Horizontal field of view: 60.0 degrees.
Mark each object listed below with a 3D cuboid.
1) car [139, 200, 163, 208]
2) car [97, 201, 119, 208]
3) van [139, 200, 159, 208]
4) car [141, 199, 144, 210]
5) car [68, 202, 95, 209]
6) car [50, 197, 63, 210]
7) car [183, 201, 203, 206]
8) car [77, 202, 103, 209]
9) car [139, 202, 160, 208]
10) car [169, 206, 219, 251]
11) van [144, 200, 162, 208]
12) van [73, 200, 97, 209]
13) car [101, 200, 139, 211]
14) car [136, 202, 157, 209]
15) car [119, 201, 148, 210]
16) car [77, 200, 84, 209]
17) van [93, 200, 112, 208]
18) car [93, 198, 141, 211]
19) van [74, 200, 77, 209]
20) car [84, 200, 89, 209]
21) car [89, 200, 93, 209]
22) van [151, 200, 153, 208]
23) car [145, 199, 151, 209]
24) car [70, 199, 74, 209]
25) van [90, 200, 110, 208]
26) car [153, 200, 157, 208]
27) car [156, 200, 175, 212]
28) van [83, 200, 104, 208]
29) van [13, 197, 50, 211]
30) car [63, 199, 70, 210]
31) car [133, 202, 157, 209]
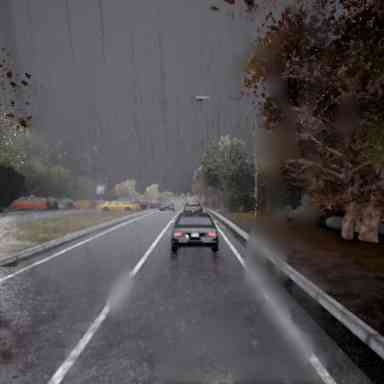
[{"bbox_3d":[-10.319,3.054,84.022,5.566,2.045,2.435,0,-3,0],"label":"car"},{"bbox_3d":[-23.336,3.501,92.357,5.566,2.045,2.435,0,-3,0],"label":"car"},{"bbox_3d":[-10.179,2.858,78.489,4.442,1.987,1.878,0,-2,0],"label":"van"},{"bbox_3d":[-10.325,2.059,50.742,5.008,1.535,2.097,0,-2,0],"label":"car"},{"bbox_3d":[-23.376,2.784,70.350,4.892,1.521,2.231,0,-2,0],"label":"car"},{"bbox_3d":[-23.426,1.816,50.983,5.566,2.045,2.435,0,-2,0],"label":"car"},{"bbox_3d":[0.109,1.682,34.137,2.128,1.511,4.902,0,-1,0],"label":"car"},{"bbox_3d":[-23.193,2.986,75.887,5.366,1.575,1.946,0,-2,0],"label":"car"},{"bbox_3d":[-10.323,3.217,81.260,4.792,1.488,2.163,0,-3,0],"label":"car"},{"bbox_3d":[0.104,1.549,14.064,2.033,1.411,5.357,0,0,0],"label":"car"},{"bbox_3d":[-10.172,3.227,86.793,4.442,1.987,1.878,0,-3,0],"label":"van"},{"bbox_3d":[-23.497,2.660,73.126,4.442,1.987,1.878,0,-2,0],"label":"van"},{"bbox_3d":[-10.326,1.972,47.971,4.892,1.521,2.231,0,-2,0],"label":"car"},{"bbox_3d":[-10.300,3.020,75.705,4.674,1.452,2.002,0,-2,0],"label":"car"},{"bbox_3d":[-10.341,2.389,59.060,4.792,1.488,2.163,0,-2,0],"label":"car"},{"bbox_3d":[-23.357,2.347,62.048,4.553,1.767,2.185,0,-2,0],"label":"car"},{"bbox_3d":[-23.485,3.238,86.948,4.442,1.987,1.878,0,-3,0],"label":"van"},{"bbox_3d":[-10.137,1.889,45.203,5.366,1.575,1.946,0,-2,0],"label":"car"},{"bbox_3d":[-23.508,2.144,59.284,4.442,1.987,1.878,0,-2,0],"label":"van"},{"bbox_3d":[-23.382,2.571,64.687,5.008,1.535,2.097,0,-2,0],"label":"car"},{"bbox_3d":[-23.379,2.679,67.581,5.008,1.535,2.097,0,-2,0],"label":"car"},{"bbox_3d":[-10.424,2.341,64.618,4.442,1.987,1.878,0,-2,0],"label":"van"},{"bbox_3d":[-10.285,2.005,56.296,5.566,2.045,2.435,0,-2,0],"label":"car"},{"bbox_3d":[-23.387,2.267,56.507,4.892,1.521,2.231,0,-2,0],"label":"car"},{"bbox_3d":[-23.254,3.083,84.049,4.442,1.987,1.878,0,-3,0],"label":"van"},{"bbox_3d":[-10.310,2.670,67.384,5.008,1.535,2.097,0,-2,0],"label":"car"},{"bbox_3d":[-3.317,2.005,45.444,1.994,1.385,4.181,0,-2,0],"label":"car"},{"bbox_3d":[-23.258,2.867,78.662,4.442,1.987,1.878,0,-2,0],"label":"van"},{"bbox_3d":[-23.518,1.751,48.092,4.442,1.987,1.878,0,-2,0],"label":"van"},{"bbox_3d":[-23.211,2.162,53.742,5.366,1.575,1.946,0,-2,0],"label":"car"},{"bbox_3d":[-10.270,2.906,72.930,4.792,1.488,2.163,0,-2,0],"label":"car"}]
